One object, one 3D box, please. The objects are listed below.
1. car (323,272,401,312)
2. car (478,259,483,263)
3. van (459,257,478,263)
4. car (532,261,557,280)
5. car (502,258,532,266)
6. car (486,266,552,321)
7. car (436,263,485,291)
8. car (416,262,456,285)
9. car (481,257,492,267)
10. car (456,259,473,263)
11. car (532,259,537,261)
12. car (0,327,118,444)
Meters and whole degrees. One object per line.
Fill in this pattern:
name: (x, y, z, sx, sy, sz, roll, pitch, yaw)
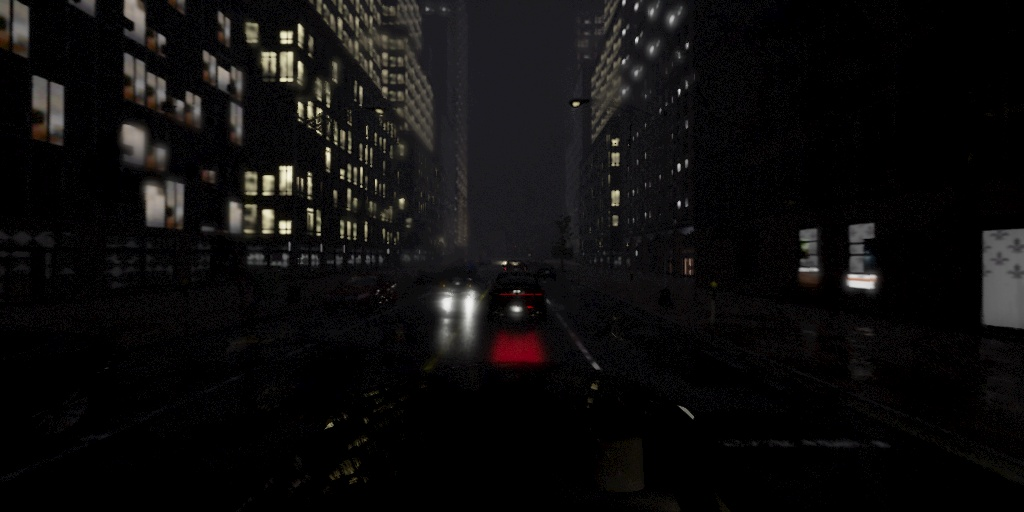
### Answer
car: (-5.621, 1.313, 13.989, 1.802, 1.307, 4.207, 0, 0, 0)
car: (-5.393, 1.301, 48.144, 1.802, 1.307, 4.207, 0, 0, 0)
van: (-5.431, 1.063, 42.452, 1.690, 1.789, 3.998, 0, 0, 0)
car: (2.873, 1.319, 30.998, 1.948, 1.339, 4.313, 0, 0, 0)
car: (0.276, 1.098, 29.510, 2.097, 1.767, 4.553, 0, 0, 0)
car: (0.162, 1.255, 12.514, 1.837, 1.490, 4.892, 0, 0, 0)
car: (-2.969, 1.302, 21.464, 1.994, 1.385, 4.181, 0, 0, 0)
car: (-5.545, 1.279, 25.375, 2.007, 1.370, 4.403, 0, 0, 0)
car: (-5.279, 1.148, 65.219, 1.967, 1.591, 4.097, 0, 0, 0)
car: (-5.469, 1.270, 36.759, 1.888, 1.381, 4.507, 0, 0, 0)
car: (3.026, 1.182, 53.765, 1.967, 1.591, 4.097, 0, 0, 0)
car: (-5.698, 1.298, 2.606, 1.948, 1.339, 4.313, 0, 0, 0)
